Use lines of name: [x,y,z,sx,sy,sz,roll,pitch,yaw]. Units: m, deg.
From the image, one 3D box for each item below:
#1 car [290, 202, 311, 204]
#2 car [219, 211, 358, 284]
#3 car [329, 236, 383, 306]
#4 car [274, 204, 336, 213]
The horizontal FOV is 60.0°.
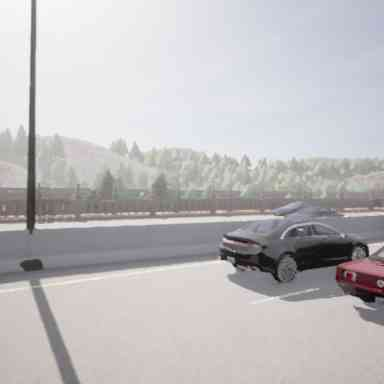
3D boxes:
car: [9.330,1.602,29.204,4.674,1.442,1.812,1,0,-28]
car: [3.073,1.506,9.586,4.902,1.511,2.128,0,0,-31]
car: [5.240,1.636,6.857,4.718,1.301,1.895,0,0,-30]
car: [7.430,1.620,20.282,4.181,1.385,1.994,1,0,-28]
